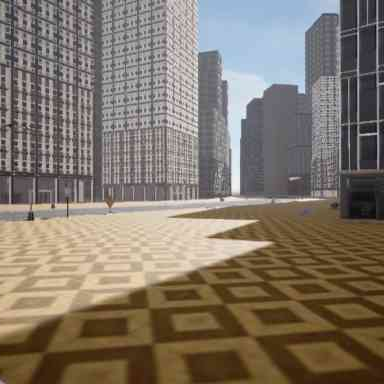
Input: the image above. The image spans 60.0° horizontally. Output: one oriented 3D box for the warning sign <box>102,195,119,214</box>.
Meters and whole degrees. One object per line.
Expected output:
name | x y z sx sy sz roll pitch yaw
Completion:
warning sign | -8.285 1.249 33.723 1.300 1.860 1.060 0 0 34
